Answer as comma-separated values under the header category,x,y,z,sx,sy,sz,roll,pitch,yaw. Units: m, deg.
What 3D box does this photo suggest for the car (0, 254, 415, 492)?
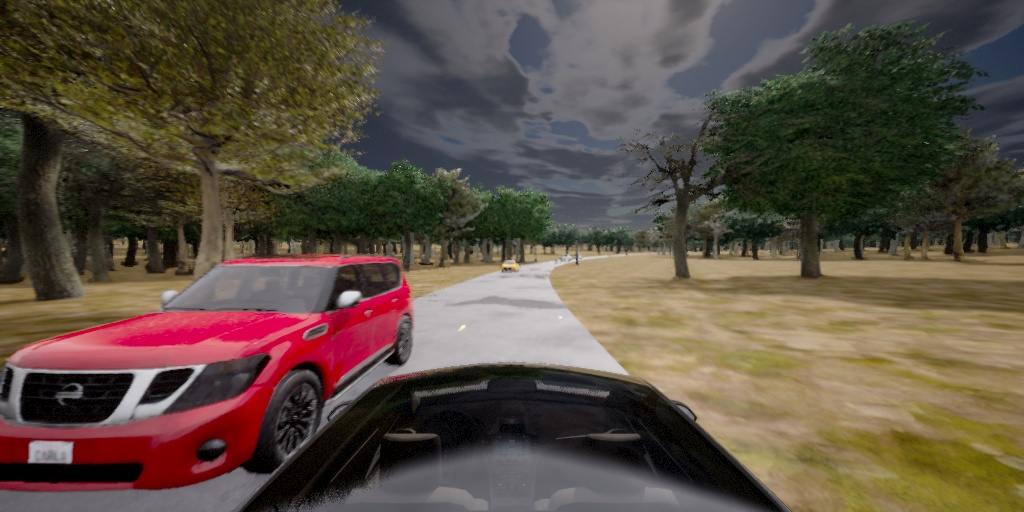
category,x,y,z,sx,sy,sz,roll,pitch,yaw
car,-3.060,0.986,5.168,2.150,2.045,5.566,0,0,1

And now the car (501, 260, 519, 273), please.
category,x,y,z,sx,sy,sz,roll,pitch,yaw
car,-0.221,1.319,46.059,1.882,1.535,5.008,1,0,8
